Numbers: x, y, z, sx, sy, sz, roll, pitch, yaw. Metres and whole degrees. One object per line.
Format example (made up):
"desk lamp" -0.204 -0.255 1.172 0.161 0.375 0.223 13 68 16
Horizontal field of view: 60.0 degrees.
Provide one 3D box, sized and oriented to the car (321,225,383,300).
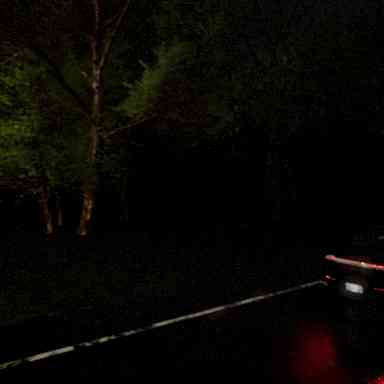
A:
"car" 4.866 1.481 7.291 4.902 1.511 2.128 0 0 -35
